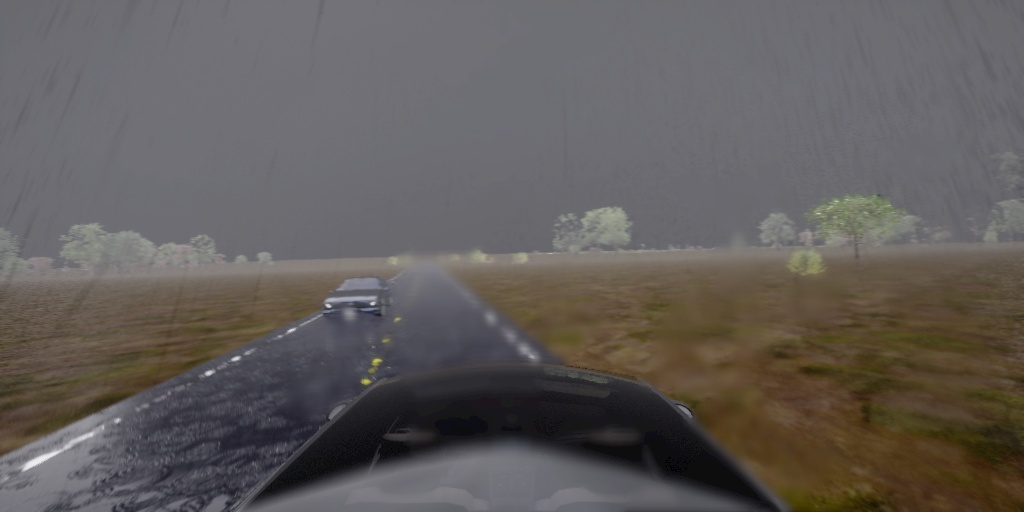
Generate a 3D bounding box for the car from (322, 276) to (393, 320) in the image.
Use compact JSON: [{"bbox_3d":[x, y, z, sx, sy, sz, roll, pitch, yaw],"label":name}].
[{"bbox_3d":[-5.850,1.514,14.232,2.033,1.411,5.357,-2,0,-13],"label":"car"}]
